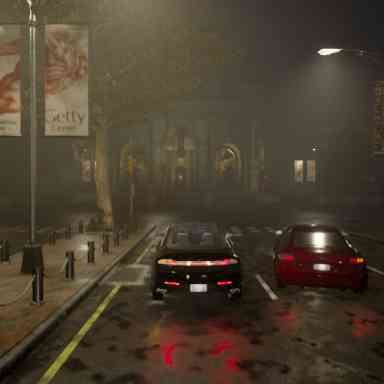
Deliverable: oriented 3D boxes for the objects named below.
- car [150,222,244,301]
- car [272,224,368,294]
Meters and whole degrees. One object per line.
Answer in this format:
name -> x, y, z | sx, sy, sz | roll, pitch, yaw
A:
car -> 0.077, 1.488, 8.327 | 2.128, 1.511, 4.902 | 0, 0, -1
car -> 3.248, 1.560, 8.980 | 1.994, 1.385, 4.181 | 0, 0, 14
